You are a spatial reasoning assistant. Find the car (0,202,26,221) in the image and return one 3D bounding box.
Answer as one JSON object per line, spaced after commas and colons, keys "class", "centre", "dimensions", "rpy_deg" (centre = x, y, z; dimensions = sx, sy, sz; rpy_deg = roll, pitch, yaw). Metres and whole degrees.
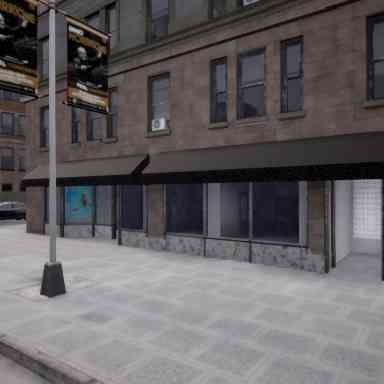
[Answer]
{"class": "car", "centre": [-14.200, 1.545, 25.272], "dimensions": [1.837, 1.490, 4.892], "rpy_deg": [0, 0, 37]}
